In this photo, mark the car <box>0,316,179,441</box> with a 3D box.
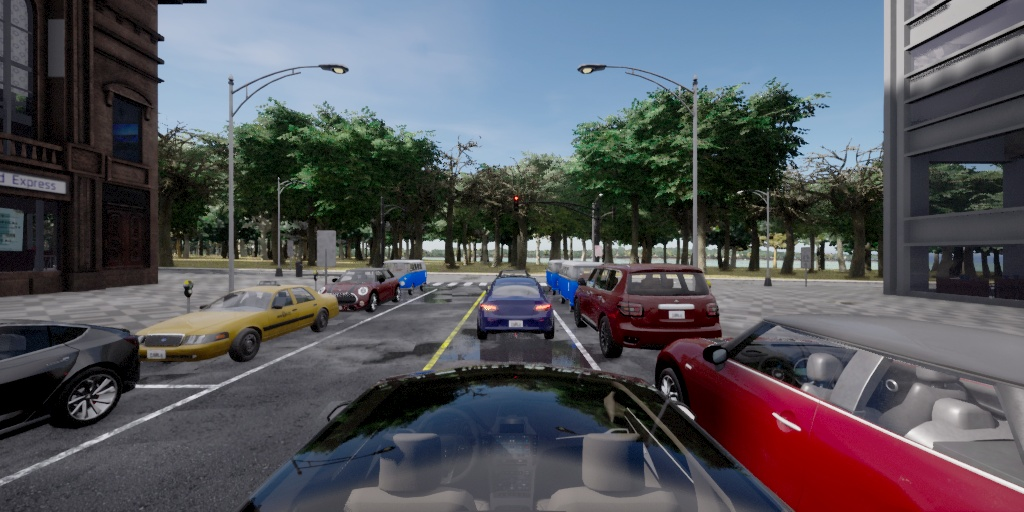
[{"bbox_3d":[-5.763,1.316,2.954,1.948,1.339,4.313,0,0,0],"label":"car"}]

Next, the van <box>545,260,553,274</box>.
[{"bbox_3d":[2.759,1.092,19.269,1.690,1.789,3.998,0,0,0],"label":"van"}]

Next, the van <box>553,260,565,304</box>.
[{"bbox_3d":[2.760,1.091,13.831,1.690,1.789,3.998,0,0,0],"label":"van"}]

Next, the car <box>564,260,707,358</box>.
[{"bbox_3d":[2.761,1.065,8.394,2.192,1.841,5.009,0,0,0],"label":"car"}]

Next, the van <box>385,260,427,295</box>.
[{"bbox_3d":[-5.766,1.092,19.267,1.690,1.789,3.998,0,0,0],"label":"van"}]

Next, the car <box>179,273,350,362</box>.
[{"bbox_3d":[-5.764,1.275,8.222,1.751,1.417,4.829,0,0,0],"label":"car"}]

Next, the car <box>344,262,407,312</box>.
[{"bbox_3d":[-5.765,1.190,13.829,1.967,1.591,4.097,0,0,0],"label":"car"}]

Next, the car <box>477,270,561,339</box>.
[{"bbox_3d":[0.097,1.276,9.931,1.812,1.442,4.674,0,0,0],"label":"car"}]

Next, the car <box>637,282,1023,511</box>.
[{"bbox_3d":[2.763,1.190,2.956,1.967,1.591,4.097,0,0,0],"label":"car"}]
